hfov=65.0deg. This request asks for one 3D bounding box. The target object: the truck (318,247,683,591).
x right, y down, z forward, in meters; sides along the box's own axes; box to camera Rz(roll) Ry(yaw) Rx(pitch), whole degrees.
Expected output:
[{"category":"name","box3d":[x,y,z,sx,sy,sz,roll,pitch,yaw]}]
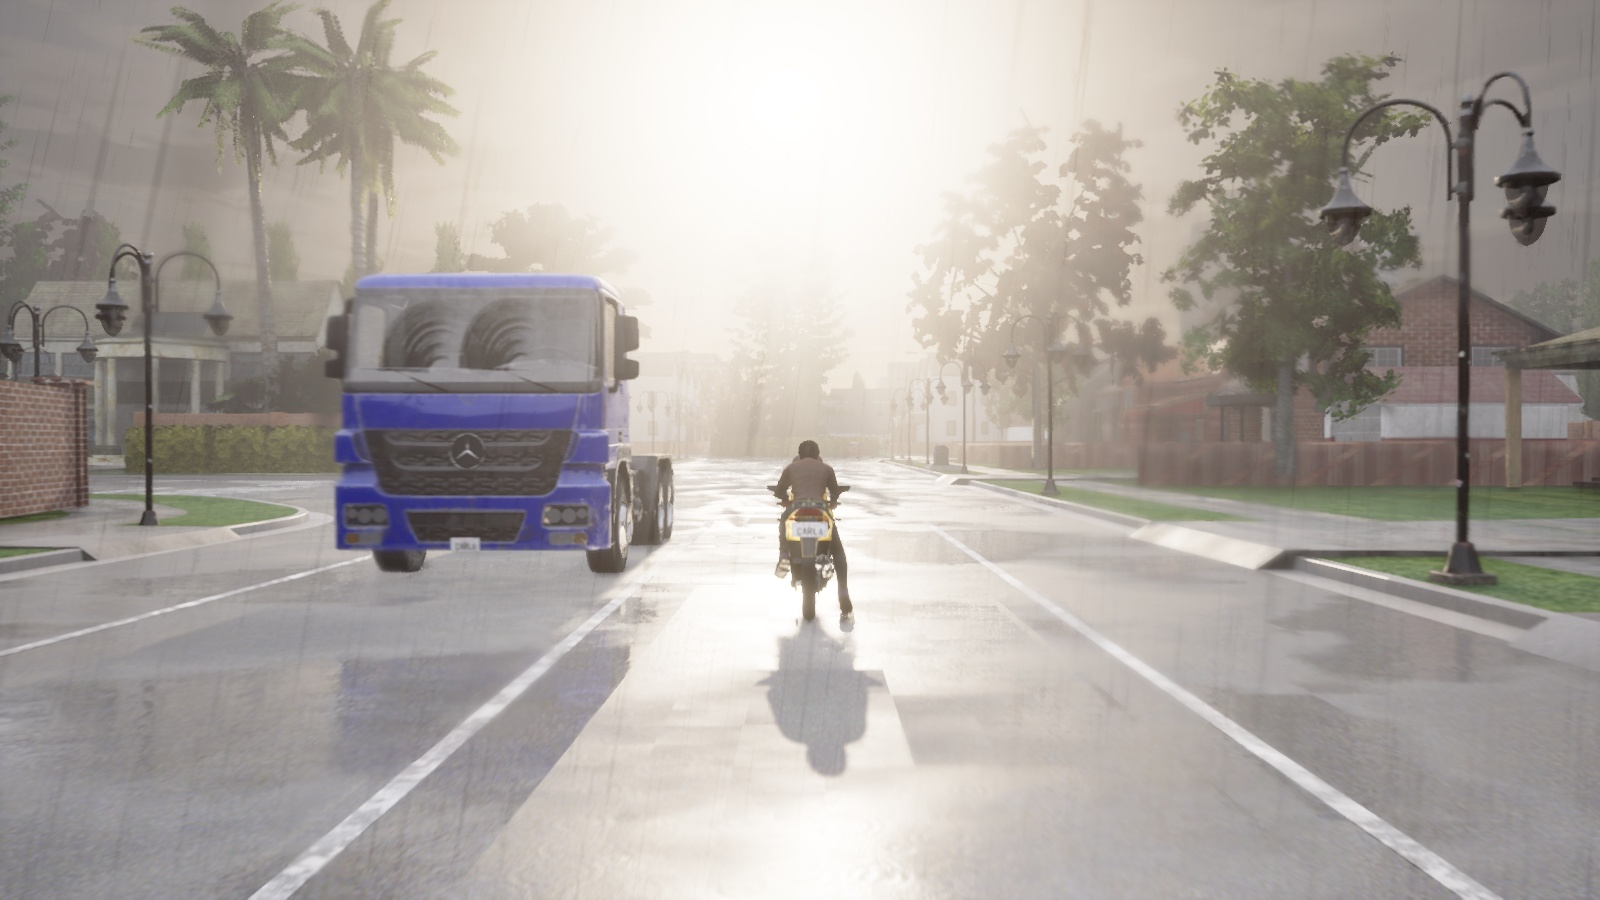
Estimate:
[{"category":"truck","box3d":[-3.392,-0.332,16.625,2.891,3.462,7.936,0,0,0]}]

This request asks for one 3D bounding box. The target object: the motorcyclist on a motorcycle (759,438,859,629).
[{"category":"motorcyclist on a motorcycle","box3d":[0.077,0.666,11.087,0.797,1.523,2.044,0,0,0]}]
